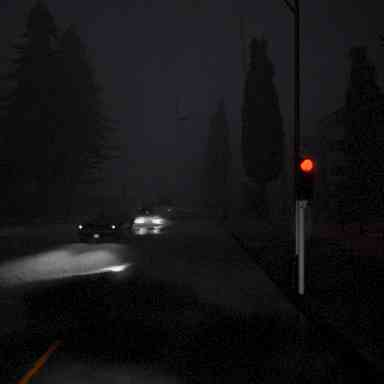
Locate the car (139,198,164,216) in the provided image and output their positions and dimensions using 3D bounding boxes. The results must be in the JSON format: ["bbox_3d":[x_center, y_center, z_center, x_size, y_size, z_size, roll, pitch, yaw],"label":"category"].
[{"bbox_3d":[-4.153,1.586,33.146,1.895,1.301,4.718,0,0,0],"label":"car"}]

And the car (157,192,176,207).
[{"bbox_3d":[-4.171,1.198,51.497,2.150,2.045,5.566,0,0,0],"label":"car"}]

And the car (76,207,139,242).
[{"bbox_3d":[-4.127,1.593,16.596,1.895,1.301,4.718,0,0,0],"label":"car"}]

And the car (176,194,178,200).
[{"bbox_3d":[-4.077,1.065,67.491,2.150,2.045,5.566,0,0,0],"label":"car"}]
